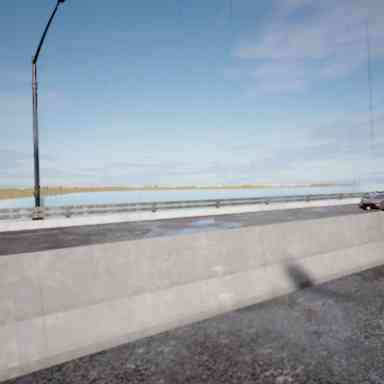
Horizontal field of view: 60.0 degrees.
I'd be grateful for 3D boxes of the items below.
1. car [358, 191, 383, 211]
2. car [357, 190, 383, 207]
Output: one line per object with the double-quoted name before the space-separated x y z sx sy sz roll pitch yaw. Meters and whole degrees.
"car" 16.421 0.852 28.384 5.357 1.411 2.033 -2 1 -35
"car" 19.760 0.642 34.953 4.902 1.511 2.128 -2 1 -35
